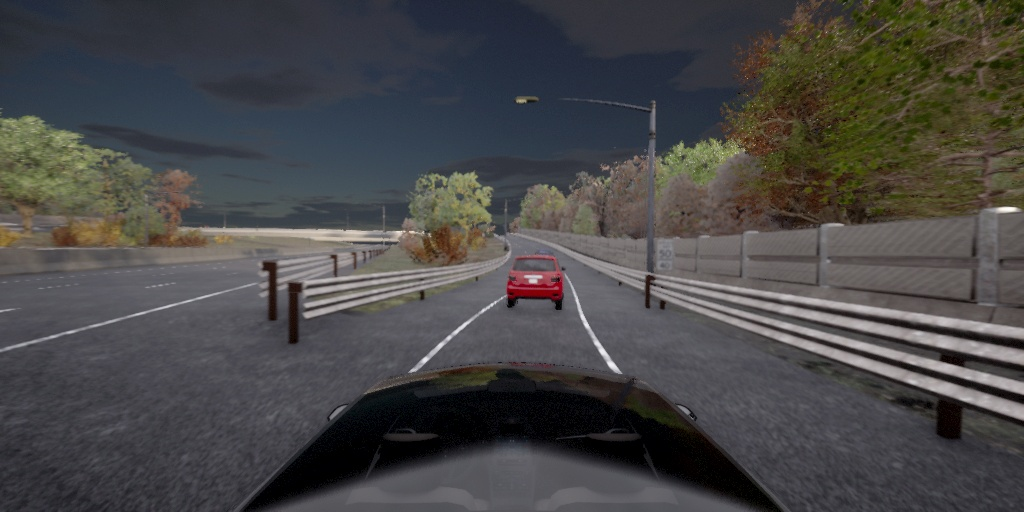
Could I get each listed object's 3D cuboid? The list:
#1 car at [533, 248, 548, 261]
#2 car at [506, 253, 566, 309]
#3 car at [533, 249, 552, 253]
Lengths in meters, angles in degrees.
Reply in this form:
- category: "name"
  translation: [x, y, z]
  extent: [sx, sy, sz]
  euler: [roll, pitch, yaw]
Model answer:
- category: "car"
  translation: [4.427, -0.293, 56.454]
  extent: [1.882, 1.535, 5.008]
  euler: [1, 5, 0]
- category: "car"
  translation: [1.122, 1.002, 15.566]
  extent: [2.150, 2.045, 5.566]
  euler: [1, 0, 8]
- category: "car"
  translation: [4.061, 0.167, 45.753]
  extent: [2.150, 2.045, 5.566]
  euler: [1, 3, 2]
